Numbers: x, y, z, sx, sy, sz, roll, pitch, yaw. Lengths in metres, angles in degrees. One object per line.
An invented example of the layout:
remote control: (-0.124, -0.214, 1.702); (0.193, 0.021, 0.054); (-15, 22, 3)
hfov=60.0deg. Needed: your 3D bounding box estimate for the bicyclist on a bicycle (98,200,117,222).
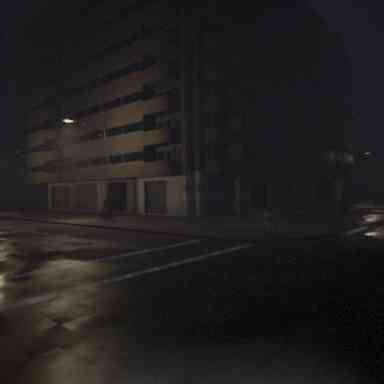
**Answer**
bicyclist on a bicycle: (-6.229, 1.375, 24.478); (0.582, 1.620, 1.656); (-1, 0, 41)
